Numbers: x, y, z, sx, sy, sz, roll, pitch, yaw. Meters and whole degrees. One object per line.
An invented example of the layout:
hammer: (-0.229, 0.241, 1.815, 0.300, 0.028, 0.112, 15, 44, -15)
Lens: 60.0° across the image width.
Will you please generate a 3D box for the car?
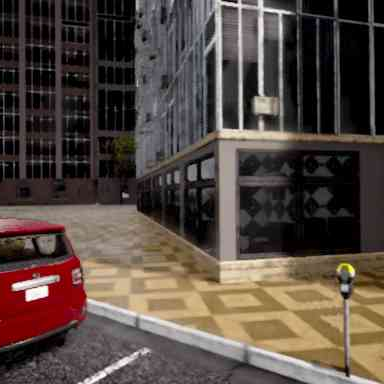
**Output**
car: (-3.846, 1.335, 5.474, 5.009, 1.841, 2.192, 0, -1, 36)
